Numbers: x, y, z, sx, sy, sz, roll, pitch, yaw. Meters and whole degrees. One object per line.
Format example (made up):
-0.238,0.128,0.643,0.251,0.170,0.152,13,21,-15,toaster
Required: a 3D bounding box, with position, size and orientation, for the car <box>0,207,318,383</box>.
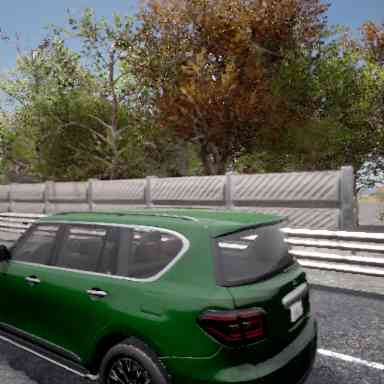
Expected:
-1.185,1.248,4.714,5.566,2.045,2.150,-1,0,35,car
